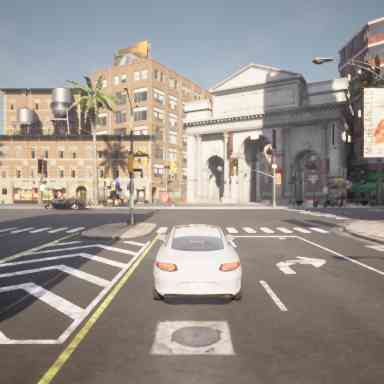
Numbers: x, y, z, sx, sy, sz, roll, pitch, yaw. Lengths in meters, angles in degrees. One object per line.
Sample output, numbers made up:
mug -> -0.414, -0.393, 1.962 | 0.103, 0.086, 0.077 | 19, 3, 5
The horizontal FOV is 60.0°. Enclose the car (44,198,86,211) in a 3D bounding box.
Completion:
car -> -15.472, 1.505, 40.718 | 4.892, 1.490, 1.837 | 0, 0, 1

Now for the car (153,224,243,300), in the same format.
car -> 0.111, 1.526, 8.256 | 1.812, 1.442, 4.674 | 0, 0, 0
